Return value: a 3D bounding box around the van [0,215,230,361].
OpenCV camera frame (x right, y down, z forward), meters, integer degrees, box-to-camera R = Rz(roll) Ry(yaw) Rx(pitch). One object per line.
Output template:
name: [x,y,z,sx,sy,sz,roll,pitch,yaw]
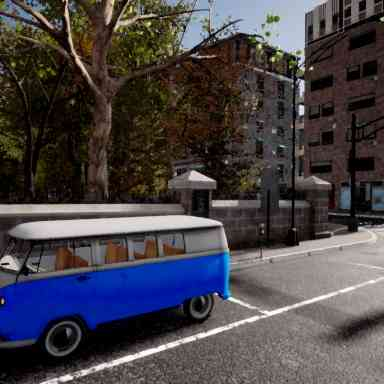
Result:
van: [-1.202,1.342,5.644,3.998,1.788,1.690,0,1,-36]
